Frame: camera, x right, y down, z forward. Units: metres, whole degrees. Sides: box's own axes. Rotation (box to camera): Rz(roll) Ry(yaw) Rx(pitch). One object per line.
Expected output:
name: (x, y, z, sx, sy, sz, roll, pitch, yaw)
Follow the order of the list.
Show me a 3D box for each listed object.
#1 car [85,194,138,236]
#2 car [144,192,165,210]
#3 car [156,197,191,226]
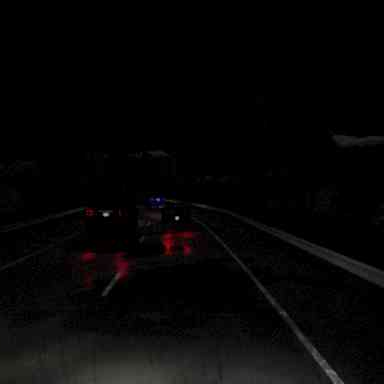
car: (-4.220, 1.127, 18.091, 2.150, 2.045, 5.566, 0, 0, -5)
car: (-4.440, 1.009, 40.096, 2.150, 2.045, 5.566, 0, 1, -14)
car: (-1.187, 1.369, 22.575, 2.128, 1.511, 4.902, 0, 0, -7)
